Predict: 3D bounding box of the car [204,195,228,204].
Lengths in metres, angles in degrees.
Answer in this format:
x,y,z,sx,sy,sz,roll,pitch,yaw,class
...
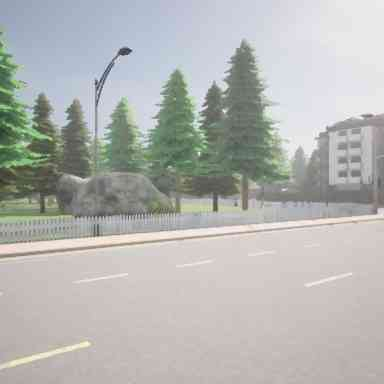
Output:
x,y,z,sx,sy,sz,roll,pitch,yaw,class
3.884,1.403,61.565,2.097,1.767,4.553,0,0,-34,car

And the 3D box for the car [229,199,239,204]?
x,y,z,sx,sy,sz,roll,pitch,yaw,class
6.801,1.559,63.500,1.837,1.490,4.892,0,0,-34,car
